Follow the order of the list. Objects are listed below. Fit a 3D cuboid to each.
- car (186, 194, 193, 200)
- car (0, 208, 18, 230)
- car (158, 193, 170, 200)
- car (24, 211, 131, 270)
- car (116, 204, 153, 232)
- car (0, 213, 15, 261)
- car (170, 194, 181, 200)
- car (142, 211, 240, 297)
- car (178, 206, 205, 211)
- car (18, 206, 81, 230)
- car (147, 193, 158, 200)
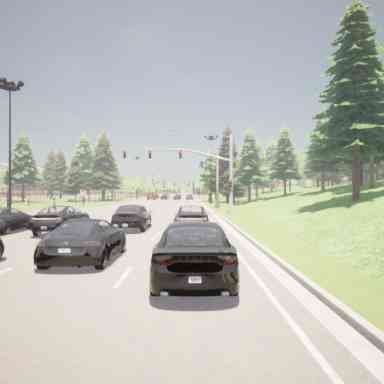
[{"bbox_3d":[-0.665,1.512,92.483,1.994,1.385,4.181,0,0,0],"label":"car"},{"bbox_3d":[-10.534,1.557,18.648,1.994,1.385,4.181,0,0,0],"label":"car"},{"bbox_3d":[-7.661,1.459,92.016,1.837,1.490,4.892,0,0,0],"label":"car"},{"bbox_3d":[-3.479,1.560,11.044,1.994,1.385,4.181,0,0,0],"label":"car"},{"bbox_3d":[-3.541,1.498,19.909,1.837,1.490,4.892,0,0,0],"label":"car"},{"bbox_3d":[-6.973,1.522,8.906,1.812,1.442,4.674,0,0,-1],"label":"car"},{"bbox_3d":[-4.161,1.484,92.041,2.128,1.511,4.902,0,0,0],"label":"car"},{"bbox_3d":[0.041,1.475,8.640,1.882,1.535,5.008,0,0,0],"label":"car"},{"bbox_3d":[-0.031,1.485,18.133,2.128,1.511,4.902,0,0,0],"label":"car"},{"bbox_3d":[-7.031,1.485,18.171,2.128,1.511,4.902,0,0,0],"label":"car"},{"bbox_3d":[-11.161,1.184,92.020,2.150,2.045,5.566,0,0,0],"label":"car"}]
